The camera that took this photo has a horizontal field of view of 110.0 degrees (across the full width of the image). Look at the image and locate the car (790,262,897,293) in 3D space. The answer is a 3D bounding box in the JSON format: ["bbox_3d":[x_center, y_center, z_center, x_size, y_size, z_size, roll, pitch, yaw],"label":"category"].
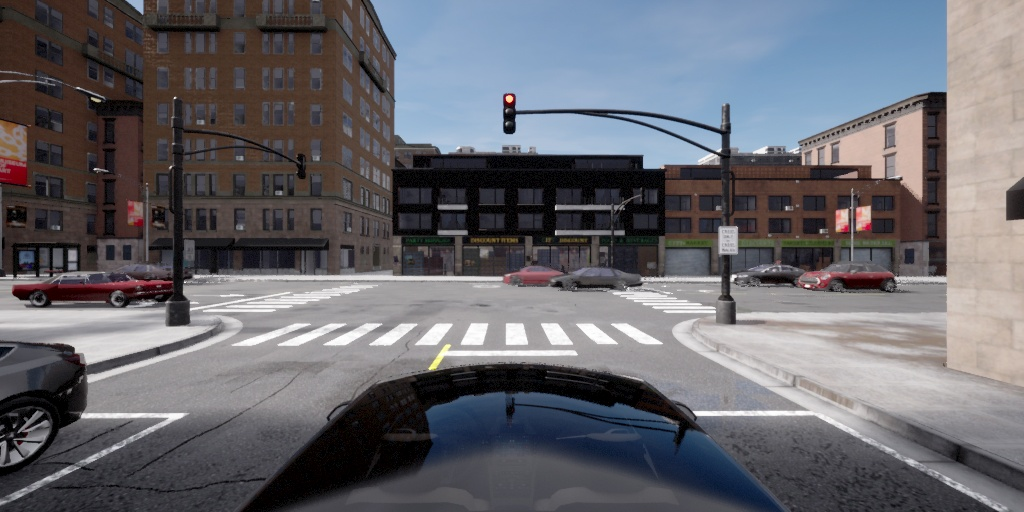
[{"bbox_3d":[19.844,1.212,21.372,4.553,1.767,2.097,0,0,-1],"label":"car"}]

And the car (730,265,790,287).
[{"bbox_3d":[17.581,1.338,24.580,4.902,1.511,2.128,0,0,0],"label":"car"}]

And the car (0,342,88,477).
[{"bbox_3d":[-5.388,1.316,2.038,1.948,1.339,4.313,0,0,-1],"label":"car"}]

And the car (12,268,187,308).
[{"bbox_3d":[-16.204,1.280,14.193,4.718,1.301,1.895,0,0,-1],"label":"car"}]

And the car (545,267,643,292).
[{"bbox_3d":[4.869,1.329,21.176,5.357,1.411,2.033,0,0,-1],"label":"car"}]

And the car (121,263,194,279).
[{"bbox_3d":[-24.654,1.187,24.035,5.357,1.411,2.033,0,0,-1],"label":"car"}]

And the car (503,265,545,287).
[{"bbox_3d":[1.462,1.329,24.380,4.181,1.385,1.994,0,0,-1],"label":"car"}]
